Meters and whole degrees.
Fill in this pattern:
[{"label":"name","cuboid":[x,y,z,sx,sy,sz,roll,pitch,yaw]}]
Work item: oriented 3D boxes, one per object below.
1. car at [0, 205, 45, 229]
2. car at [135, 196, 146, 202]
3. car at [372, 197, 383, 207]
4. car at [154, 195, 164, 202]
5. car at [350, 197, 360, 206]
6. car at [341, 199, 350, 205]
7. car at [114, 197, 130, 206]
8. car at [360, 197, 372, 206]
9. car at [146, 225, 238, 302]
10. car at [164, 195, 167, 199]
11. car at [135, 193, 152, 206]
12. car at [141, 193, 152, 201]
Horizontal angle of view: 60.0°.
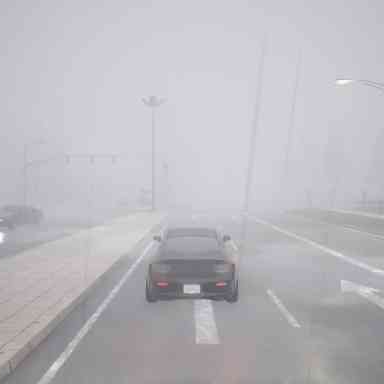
[{"label":"car","cuboid":[-11.561,1.547,21.660,2.033,1.411,5.357,0,0,1]},{"label":"car","cuboid":[-11.685,1.553,75.572,1.994,1.385,4.181,0,0,-1]},{"label":"car","cuboid":[27.503,1.352,44.867,4.553,1.767,2.097,0,0,0]},{"label":"car","cuboid":[-8.190,1.478,75.875,1.882,1.535,5.008,0,0,-1]},{"label":"car","cuboid":[27.775,1.526,51.864,4.674,1.442,1.812,0,0,0]},{"label":"car","cuboid":[27.186,1.564,55.362,4.181,1.385,1.994,0,0,-1]},{"label":"car","cuboid":[-11.594,1.525,55.120,1.812,1.442,4.674,0,0,0]},{"label":"car","cuboid":[27.601,1.601,48.364,4.718,1.301,1.895,0,0,0]},{"label":"car","cuboid":[0.000,1.526,8.106,1.812,1.442,4.674,0,0,0]},{"label":"car","cuboid":[-8.374,1.553,87.834,1.994,1.385,4.181,0,0,-1]},{"label":"car","cuboid":[-8.101,1.352,55.683,2.097,1.767,4.553,0,0,0]},{"label":"car","cuboid":[-11.869,1.225,87.493,2.150,2.045,5.566,0,0,-1]}]
